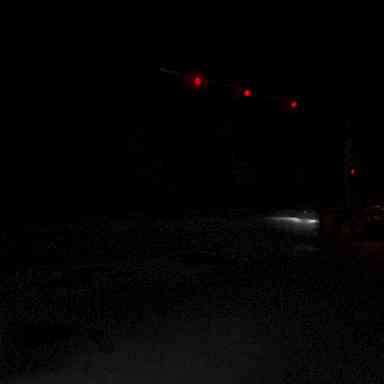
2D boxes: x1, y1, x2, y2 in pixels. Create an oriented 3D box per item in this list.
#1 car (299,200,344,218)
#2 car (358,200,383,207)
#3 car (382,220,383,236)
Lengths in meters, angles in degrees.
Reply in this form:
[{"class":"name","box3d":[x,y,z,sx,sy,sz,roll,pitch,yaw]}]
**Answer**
[{"class":"car","box3d":[11.498,1.472,29.338,4.892,1.490,1.837,0,0,-35]},{"class":"car","box3d":[19.590,1.501,35.046,5.357,1.411,2.033,0,0,-35]},{"class":"car","box3d":[10.726,1.503,15.692,4.674,1.442,1.812,0,0,-35]}]
